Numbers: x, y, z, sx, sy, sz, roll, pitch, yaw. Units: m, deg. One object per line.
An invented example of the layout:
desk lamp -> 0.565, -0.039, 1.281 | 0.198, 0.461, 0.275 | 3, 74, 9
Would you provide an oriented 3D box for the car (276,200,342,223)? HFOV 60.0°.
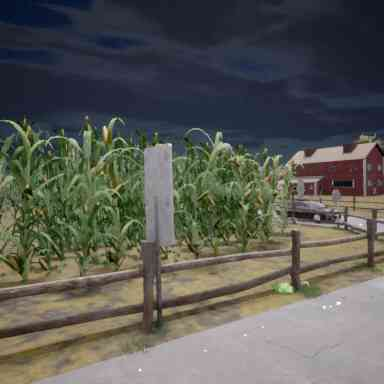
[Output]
car -> 8.382, 1.342, 24.215 | 1.837, 1.490, 4.892 | -2, 2, -34
